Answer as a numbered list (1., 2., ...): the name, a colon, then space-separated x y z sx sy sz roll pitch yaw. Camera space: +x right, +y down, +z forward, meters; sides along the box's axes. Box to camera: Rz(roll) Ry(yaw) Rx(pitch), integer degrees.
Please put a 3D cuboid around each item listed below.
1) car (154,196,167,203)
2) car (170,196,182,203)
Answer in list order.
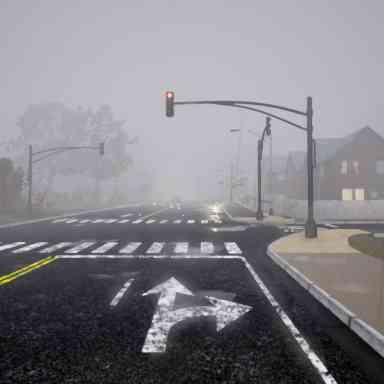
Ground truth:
1. car: -6.389 1.497 68.114 1.882 1.535 5.008 0 0 5
2. car: -3.155 1.535 67.799 1.812 1.442 4.674 0 0 5
